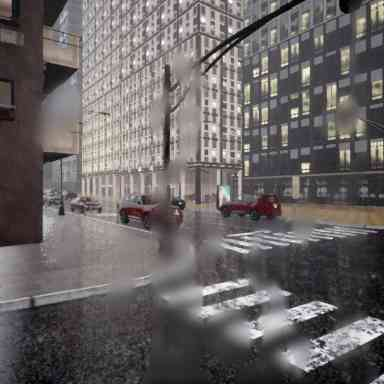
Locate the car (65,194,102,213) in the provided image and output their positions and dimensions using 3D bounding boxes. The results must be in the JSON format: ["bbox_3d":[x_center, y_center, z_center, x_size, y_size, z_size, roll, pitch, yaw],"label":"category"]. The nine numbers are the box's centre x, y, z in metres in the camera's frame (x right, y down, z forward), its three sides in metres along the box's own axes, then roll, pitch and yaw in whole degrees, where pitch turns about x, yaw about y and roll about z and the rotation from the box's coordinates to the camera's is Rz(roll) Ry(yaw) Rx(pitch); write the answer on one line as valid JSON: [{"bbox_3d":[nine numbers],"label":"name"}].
[{"bbox_3d":[-9.062,1.067,28.303,1.802,1.307,4.206,2,0,-36],"label":"car"}]

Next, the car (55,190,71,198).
[{"bbox_3d":[-25.147,0.310,64.693,1.887,1.381,4.507,1,0,-36],"label":"car"}]

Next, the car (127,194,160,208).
[{"bbox_3d":[-5.582,0.966,37.768,1.947,1.339,4.313,1,0,-36],"label":"car"}]

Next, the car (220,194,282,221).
[{"bbox_3d":[4.208,1.027,24.305,2.192,1.841,5.009,1,0,-36],"label":"car"}]

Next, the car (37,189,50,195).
[{"bbox_3d":[-34.930,-0.011,78.155,1.887,1.381,4.507,1,0,-36],"label":"car"}]

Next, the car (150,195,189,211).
[{"bbox_3d":[-2.320,1.070,33.281,1.947,1.339,4.313,1,0,-36],"label":"car"}]

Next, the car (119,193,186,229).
[{"bbox_3d":[-2.534,1.008,19.330,2.192,1.841,5.009,2,0,-36],"label":"car"}]

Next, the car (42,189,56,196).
[{"bbox_3d":[-31.668,0.097,73.667,1.887,1.381,4.507,1,0,-36],"label":"car"}]

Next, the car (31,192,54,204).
[{"bbox_3d":[-18.843,0.752,41.762,1.802,1.307,4.206,2,0,-36],"label":"car"}]

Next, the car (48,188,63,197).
[{"bbox_3d":[-28.404,0.099,69.179,1.967,1.590,4.097,1,0,-36],"label":"car"}]

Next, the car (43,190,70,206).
[{"bbox_3d":[-15.582,0.827,37.276,2.008,1.369,4.403,2,0,-36],"label":"car"}]

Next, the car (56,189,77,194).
[{"bbox_3d":[-19.501,0.516,52.494,1.837,1.490,4.892,0,1,-36],"label":"car"}]
